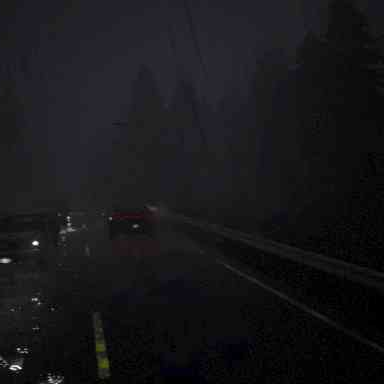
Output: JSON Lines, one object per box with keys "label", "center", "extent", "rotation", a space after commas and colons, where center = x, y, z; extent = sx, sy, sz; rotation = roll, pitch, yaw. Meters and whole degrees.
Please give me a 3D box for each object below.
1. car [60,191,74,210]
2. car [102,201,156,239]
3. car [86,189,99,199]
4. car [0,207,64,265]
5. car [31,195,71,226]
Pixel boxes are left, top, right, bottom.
{"label": "car", "center": [-11.753, 0.983, 29.529], "extent": [1.812, 1.442, 4.674], "rotation": [-2, 2, -19]}
{"label": "car", "center": [-3.019, 1.135, 15.369], "extent": [1.882, 1.535, 5.008], "rotation": [-2, 2, -19]}
{"label": "car", "center": [-16.264, 0.319, 54.080], "extent": [1.882, 1.535, 5.008], "rotation": [-2, 2, -19]}
{"label": "car", "center": [-5.540, 1.455, 10.907], "extent": [1.895, 1.301, 4.718], "rotation": [-2, 2, -16]}
{"label": "car", "center": [-8.482, 1.186, 19.930], "extent": [1.812, 1.442, 4.674], "rotation": [-2, 2, -19]}
